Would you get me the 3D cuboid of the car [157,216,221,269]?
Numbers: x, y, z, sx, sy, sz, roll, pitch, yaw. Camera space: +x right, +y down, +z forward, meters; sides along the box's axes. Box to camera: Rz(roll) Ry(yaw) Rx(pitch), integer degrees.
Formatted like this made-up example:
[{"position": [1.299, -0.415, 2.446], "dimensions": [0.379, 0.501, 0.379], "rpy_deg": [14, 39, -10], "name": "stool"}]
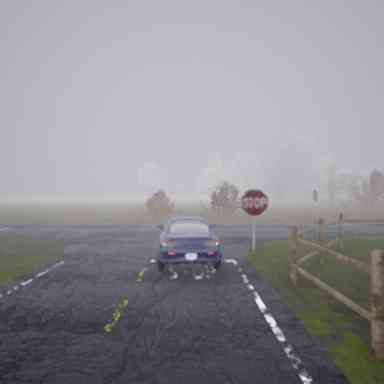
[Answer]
[{"position": [-0.169, 1.523, 11.008], "dimensions": [1.812, 1.442, 4.674], "rpy_deg": [0, 0, -4], "name": "car"}]
